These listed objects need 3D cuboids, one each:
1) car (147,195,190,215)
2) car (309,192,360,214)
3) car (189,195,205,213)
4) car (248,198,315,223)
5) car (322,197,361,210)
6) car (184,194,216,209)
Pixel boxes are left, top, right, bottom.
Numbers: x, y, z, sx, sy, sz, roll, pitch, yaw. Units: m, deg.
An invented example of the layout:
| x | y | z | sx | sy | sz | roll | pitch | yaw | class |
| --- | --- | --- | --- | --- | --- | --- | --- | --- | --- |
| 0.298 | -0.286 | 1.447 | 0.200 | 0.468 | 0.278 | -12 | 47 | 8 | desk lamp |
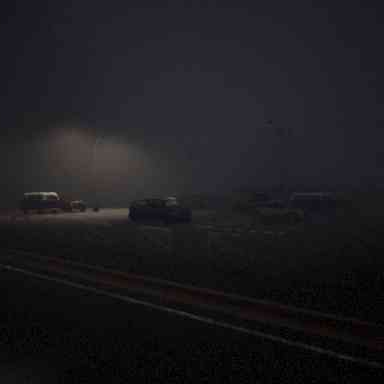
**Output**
| x | y | z | sx | sy | sz | roll | pitch | yaw | class |
| --- | --- | --- | --- | --- | --- | --- | --- | --- | --- |
| -2.608 | 1.388 | 37.082 | 3.806 | 1.475 | 1.970 | 0 | 0 | 36 | car |
| 16.077 | 1.151 | 37.364 | 4.605 | 1.855 | 1.932 | 0 | 0 | 36 | car |
| -0.919 | 1.356 | 39.433 | 3.905 | 1.438 | 1.784 | 0 | 0 | 36 | car |
| 6.293 | 1.393 | 23.587 | 3.806 | 1.475 | 1.970 | 0 | 0 | 36 | car |
| 17.819 | 1.361 | 39.679 | 3.905 | 1.438 | 1.784 | 0 | 0 | 36 | car |
| 0.606 | 1.146 | 41.641 | 4.605 | 1.855 | 1.932 | 0 | 0 | 36 | car |
